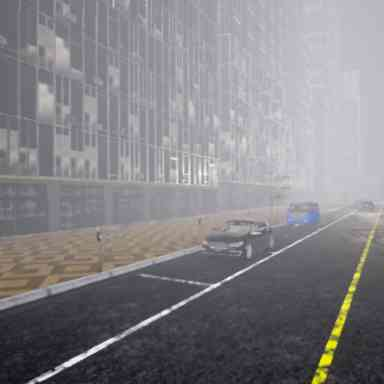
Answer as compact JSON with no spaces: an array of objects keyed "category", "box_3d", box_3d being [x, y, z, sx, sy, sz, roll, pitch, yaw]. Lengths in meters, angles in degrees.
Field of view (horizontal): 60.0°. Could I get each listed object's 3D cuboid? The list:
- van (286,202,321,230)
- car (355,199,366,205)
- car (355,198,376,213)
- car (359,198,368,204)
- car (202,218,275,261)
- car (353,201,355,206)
[{"category":"van","box_3d":[7.719,1.595,22.905,1.690,1.788,3.998,-1,-1,30]},{"category":"car","box_3d":[36.480,2.196,72.031,1.802,1.307,4.206,-1,-1,30]},{"category":"car","box_3d":[22.694,1.892,43.160,1.837,1.490,4.892,-1,-1,30]},{"category":"car","box_3d":[42.231,2.221,81.856,1.887,1.381,4.507,-1,-1,30]},{"category":"car","box_3d":[1.969,1.720,13.077,2.008,1.369,4.403,-1,-1,30]},{"category":"car","box_3d":[33.603,2.127,67.117,1.887,1.381,4.507,-1,-1,30]}]
